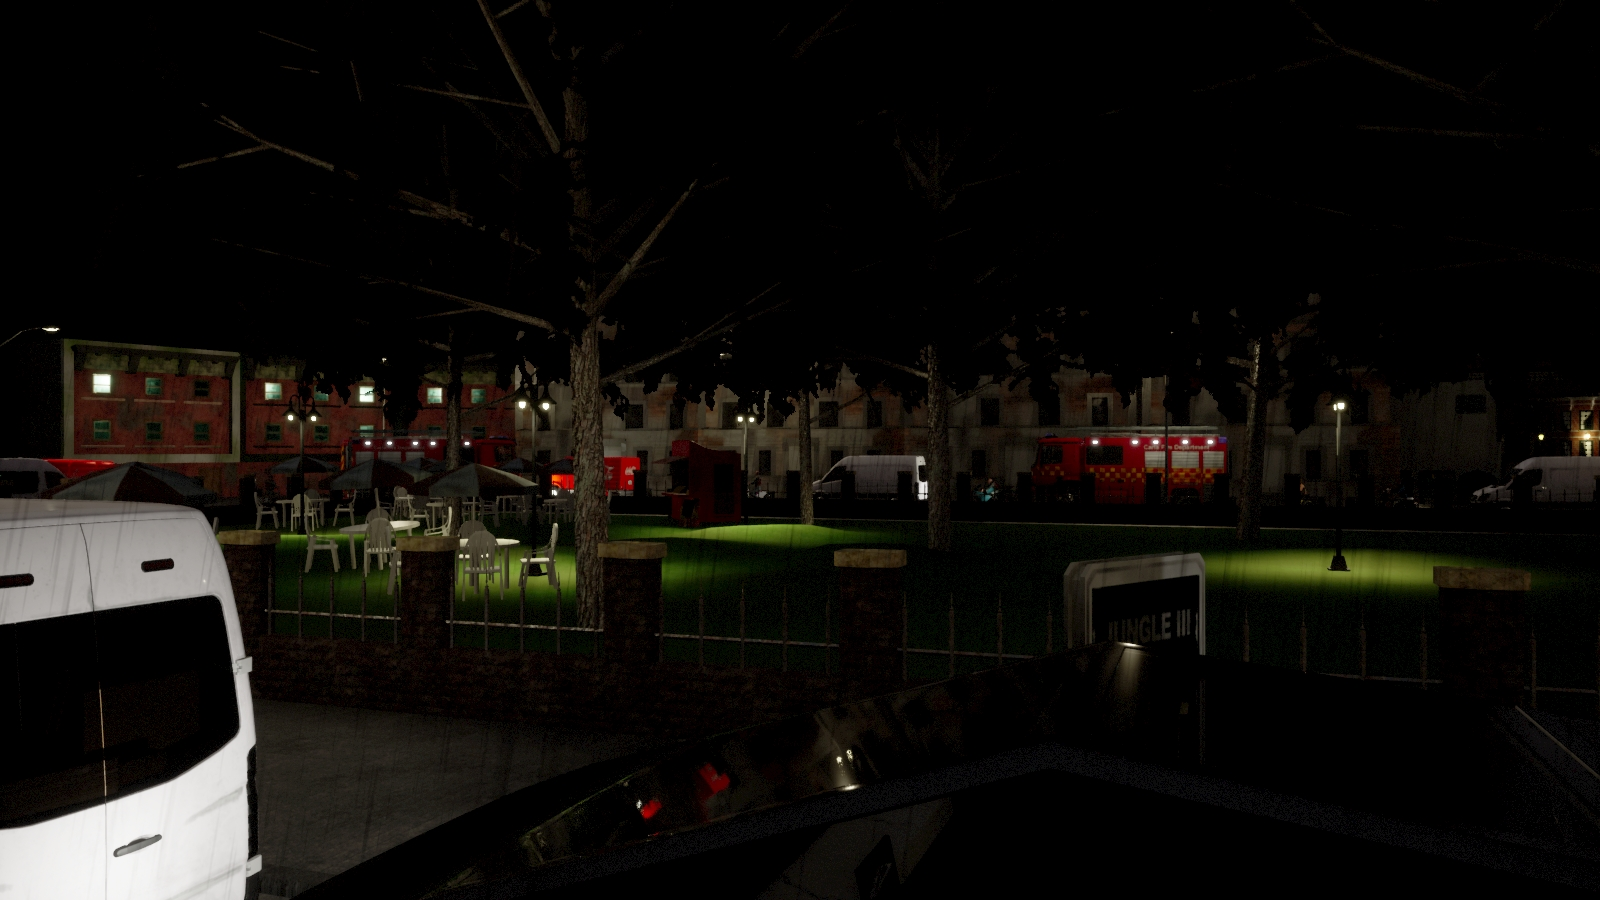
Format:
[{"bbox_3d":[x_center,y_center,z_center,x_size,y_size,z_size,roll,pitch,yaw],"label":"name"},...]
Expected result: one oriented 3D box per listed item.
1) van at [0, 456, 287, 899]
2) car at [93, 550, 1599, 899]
[{"bbox_3d":[-5.749,1.318,5.932,5.915,2.561,1.988,0,0,20],"label":"van"},{"bbox_3d":[1.308,1.534,3.365,6.274,2.098,2.390,0,0,20],"label":"car"}]
